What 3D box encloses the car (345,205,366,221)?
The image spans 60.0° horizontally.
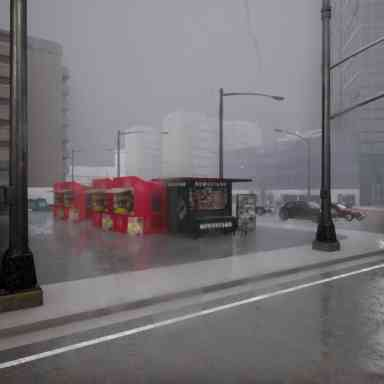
[{"bbox_3d":[12.232,1.632,28.209,1.812,1.442,4.674,0,-1,-36],"label":"car"}]

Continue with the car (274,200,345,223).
[{"bbox_3d":[9.192,1.459,26.440,2.097,1.767,4.553,0,-1,-36],"label":"car"}]

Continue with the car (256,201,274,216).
[{"bbox_3d":[6.804,1.704,35.722,2.128,1.511,4.902,0,-1,-36],"label":"car"}]
